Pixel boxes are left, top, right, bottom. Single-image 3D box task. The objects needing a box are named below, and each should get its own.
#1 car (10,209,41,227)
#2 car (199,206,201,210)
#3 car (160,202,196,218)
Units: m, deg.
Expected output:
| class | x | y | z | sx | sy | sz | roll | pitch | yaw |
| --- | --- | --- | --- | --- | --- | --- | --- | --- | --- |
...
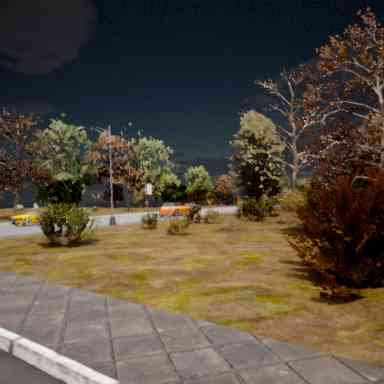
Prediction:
| class | x | y | z | sx | sy | sz | roll | pitch | yaw |
| --- | --- | --- | --- | --- | --- | --- | --- | --- | --- |
| car | -14.558 | 2.369 | 31.521 | 1.882 | 1.535 | 5.008 | -3 | -2 | 33 |
| car | -0.520 | 2.574 | 53.729 | 2.033 | 1.411 | 5.357 | -3 | -2 | 32 |
| car | -1.709 | 1.958 | 38.381 | 2.097 | 1.767 | 4.553 | -3 | -2 | 32 |
